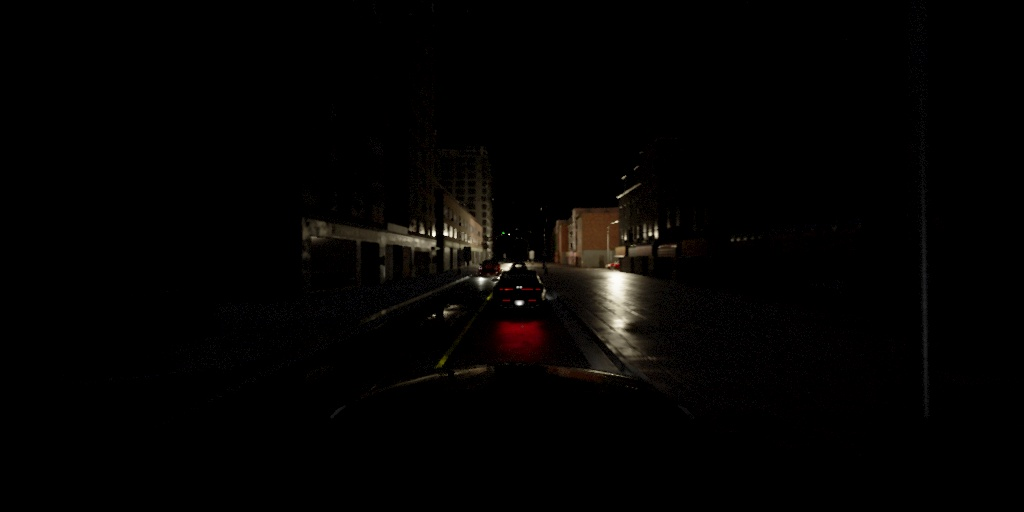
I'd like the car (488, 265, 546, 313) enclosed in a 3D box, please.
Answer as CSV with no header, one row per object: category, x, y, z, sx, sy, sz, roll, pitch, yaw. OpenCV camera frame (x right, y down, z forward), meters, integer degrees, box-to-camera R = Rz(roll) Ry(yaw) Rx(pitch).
car,0.286,1.270,14.044,1.837,1.490,4.892,0,0,1

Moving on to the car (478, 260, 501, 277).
car,-2.222,1.169,36.571,2.097,1.767,4.553,0,0,1

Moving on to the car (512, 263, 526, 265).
car,0.640,1.345,34.047,2.033,1.411,5.357,0,0,1

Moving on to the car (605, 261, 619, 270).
car,17.402,1.573,58.817,4.097,1.591,1.967,0,0,1
